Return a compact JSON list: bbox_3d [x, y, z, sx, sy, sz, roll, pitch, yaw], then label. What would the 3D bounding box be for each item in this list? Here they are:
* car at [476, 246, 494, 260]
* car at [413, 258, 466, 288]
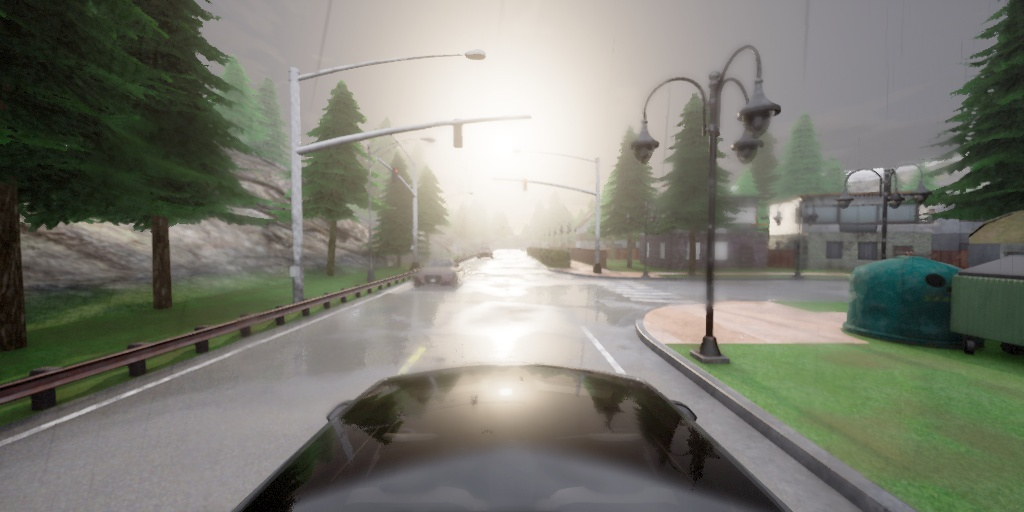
[{"bbox_3d":[-3.497,-0.503,47.522,2.097,1.767,4.553,0,2,0],"label":"car"},{"bbox_3d":[-3.496,0.820,17.862,1.994,1.385,4.181,0,2,0],"label":"car"}]
